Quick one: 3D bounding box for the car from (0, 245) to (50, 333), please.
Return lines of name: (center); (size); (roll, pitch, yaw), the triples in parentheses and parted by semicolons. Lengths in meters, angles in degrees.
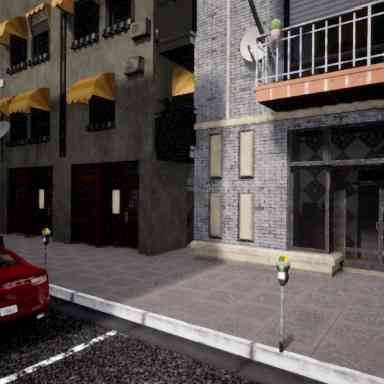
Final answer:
car: (-4.405, 1.544, 6.015); (4.507, 1.381, 1.887); (0, 1, 36)
